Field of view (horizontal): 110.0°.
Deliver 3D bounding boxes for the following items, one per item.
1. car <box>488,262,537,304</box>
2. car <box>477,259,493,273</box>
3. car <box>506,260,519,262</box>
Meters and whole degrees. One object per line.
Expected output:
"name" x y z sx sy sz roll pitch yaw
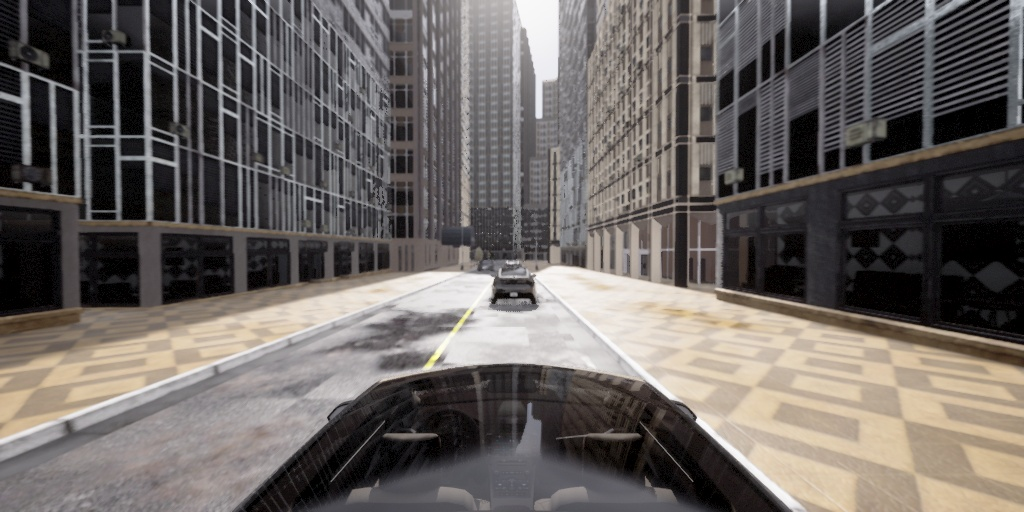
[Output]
"car" 0.076 1.219 16.205 1.837 1.490 4.892 0 1 0
"car" -3.041 1.153 42.364 2.128 1.511 4.902 0 0 0
"car" 0.063 1.161 36.306 2.128 1.511 4.902 0 0 0
